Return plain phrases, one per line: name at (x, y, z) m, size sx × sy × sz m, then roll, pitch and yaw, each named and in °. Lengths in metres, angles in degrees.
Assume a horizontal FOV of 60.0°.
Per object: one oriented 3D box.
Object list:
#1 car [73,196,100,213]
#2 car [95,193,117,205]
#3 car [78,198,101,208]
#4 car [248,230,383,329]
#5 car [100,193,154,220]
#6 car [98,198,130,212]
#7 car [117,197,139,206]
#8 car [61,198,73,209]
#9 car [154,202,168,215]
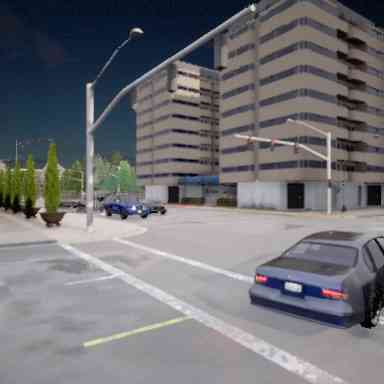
car at (-11.383, 1.518, 37.159) m, size 1.837 × 1.490 × 4.892 m, roll 0°, pitch 0°, yaw -35°
car at (-16.284, 1.246, 62.830) m, size 2.150 × 2.045 × 5.566 m, roll 0°, pitch 0°, yaw -35°
car at (-14.965, 1.618, 48.427) m, size 1.895 × 1.301 × 4.718 m, roll 0°, pitch 0°, yaw -35°
car at (3.312, 1.554, 7.097) m, size 2.033 × 1.411 × 5.357 m, roll 0°, pitch 0°, yaw 43°
car at (-5.788, 1.235, 29.143) m, size 2.150 × 2.045 × 5.566 m, roll 0°, pitch 0°, yaw -35°
car at (-9.657, 1.509, 40.805) m, size 2.128 × 1.511 × 4.902 m, roll 0°, pitch 0°, yaw -35°
car at (-10.579, 1.589, 54.691) m, size 1.994 × 1.385 × 4.181 m, roll 0°, pitch 0°, yaw -34°
car at (-17.246, 1.561, 45.571) m, size 2.033 × 1.411 × 5.357 m, roll 0°, pitch 0°, yaw -35°
car at (-4.325, 1.618, 33.162) m, size 1.895 × 1.301 × 4.718 m, roll 0°, pitch 0°, yaw -35°
